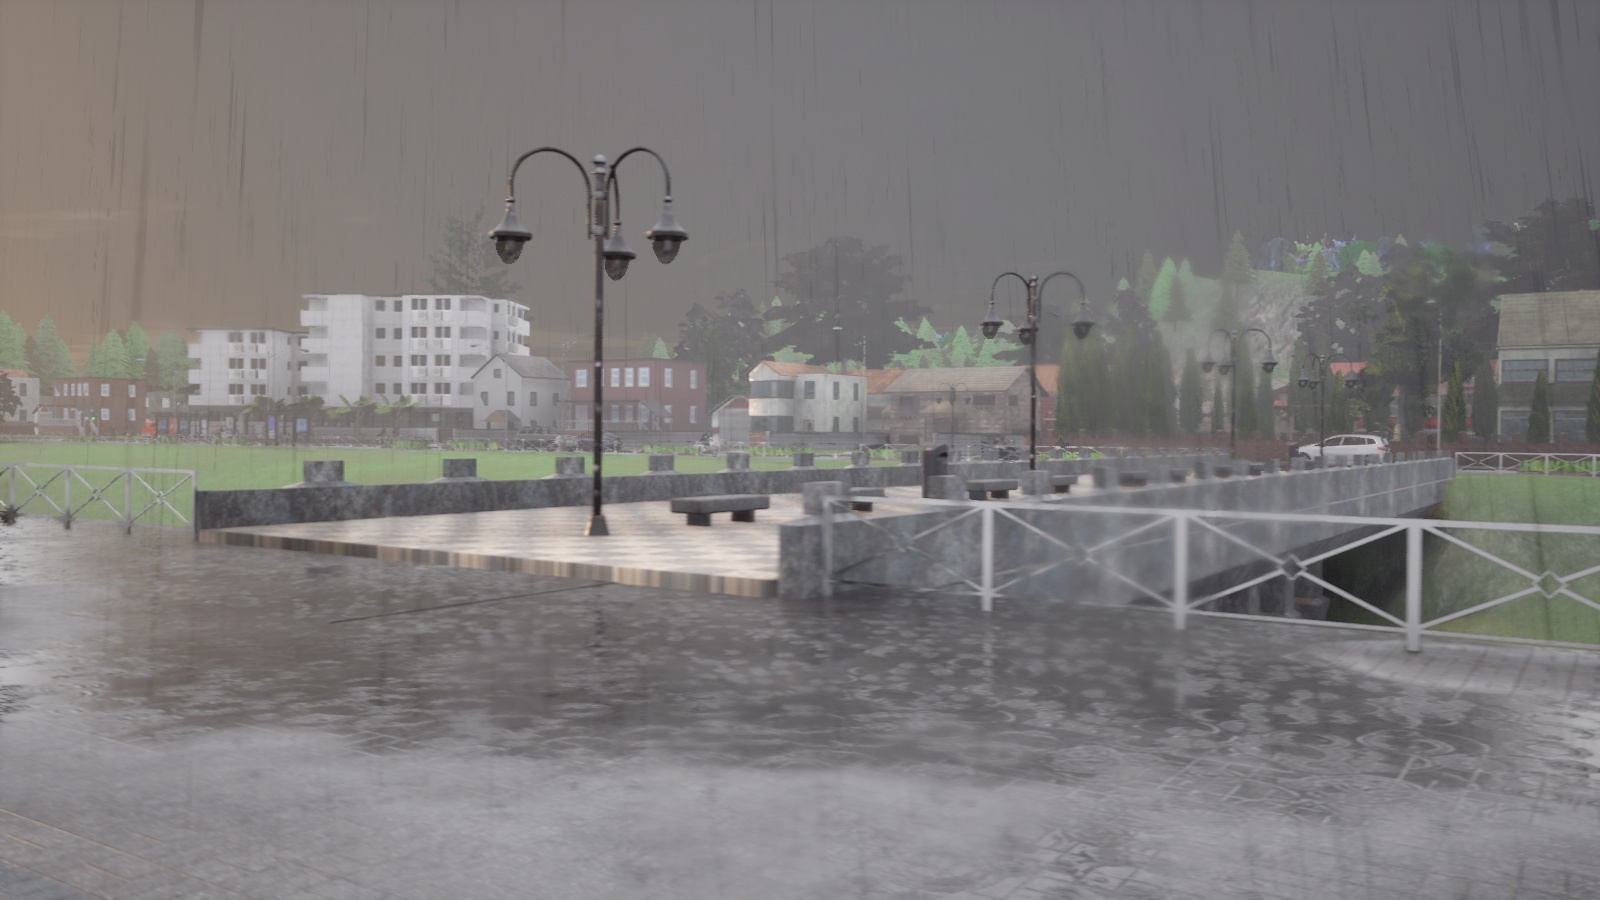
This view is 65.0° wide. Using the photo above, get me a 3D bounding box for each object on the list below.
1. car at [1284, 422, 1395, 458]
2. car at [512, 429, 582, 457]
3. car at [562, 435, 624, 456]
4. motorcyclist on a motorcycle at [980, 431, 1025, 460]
[{"bbox_3d":[26.158,-0.492,60.884,4.611,1.667,2.242,0,1,34],"label":"car"},{"bbox_3d":[-17.125,-0.455,84.851,4.605,1.855,1.932,0,1,34],"label":"car"},{"bbox_3d":[-14.508,-0.323,87.918,4.193,1.474,1.816,0,1,34],"label":"car"},{"bbox_3d":[10.708,-0.236,66.355,2.191,1.530,0.866,0,1,34],"label":"motorcyclist on a motorcycle"}]
